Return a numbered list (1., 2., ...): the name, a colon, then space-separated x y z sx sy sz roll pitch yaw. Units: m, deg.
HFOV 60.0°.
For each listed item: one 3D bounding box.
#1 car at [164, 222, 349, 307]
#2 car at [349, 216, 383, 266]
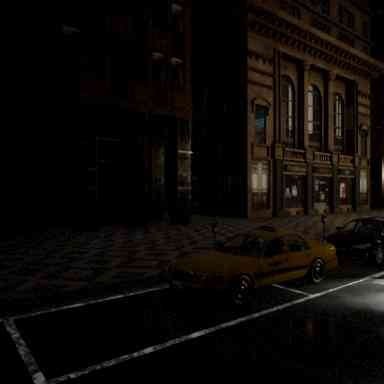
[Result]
1. car: 1.627 1.526 8.004 4.829 1.417 1.752 0 0 -37
2. car: 6.244 1.553 11.505 4.403 1.369 2.008 0 0 -37
